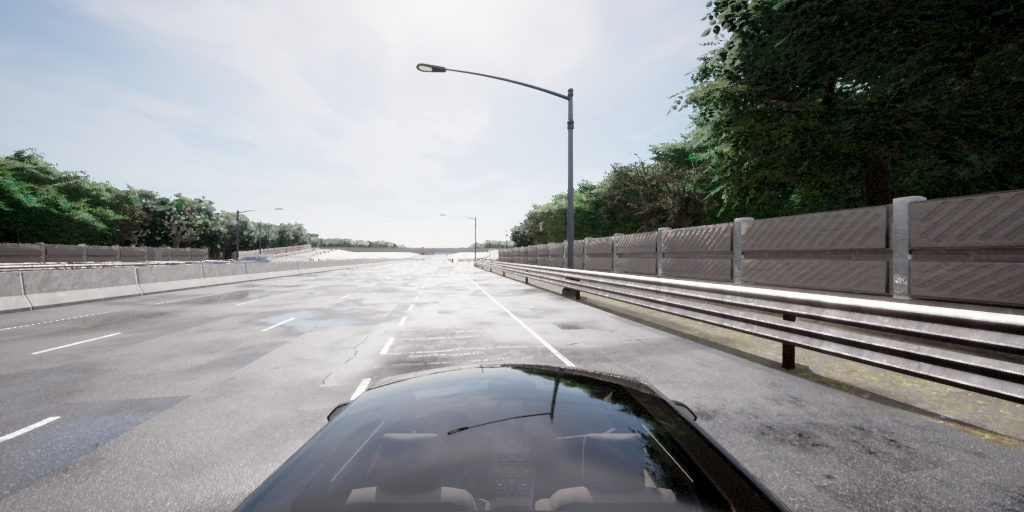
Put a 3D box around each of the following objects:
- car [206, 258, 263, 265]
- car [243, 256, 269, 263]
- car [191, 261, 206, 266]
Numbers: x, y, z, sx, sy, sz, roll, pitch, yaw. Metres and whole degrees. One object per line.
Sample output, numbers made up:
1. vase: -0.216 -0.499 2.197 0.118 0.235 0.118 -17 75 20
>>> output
1. car: -27.906 1.265 36.288 2.128 1.511 4.902 0 0 -11
2. car: -33.292 1.011 45.948 2.150 2.045 5.566 0 0 -10
3. car: -40.840 1.340 48.319 2.033 1.411 5.357 0 0 -10
